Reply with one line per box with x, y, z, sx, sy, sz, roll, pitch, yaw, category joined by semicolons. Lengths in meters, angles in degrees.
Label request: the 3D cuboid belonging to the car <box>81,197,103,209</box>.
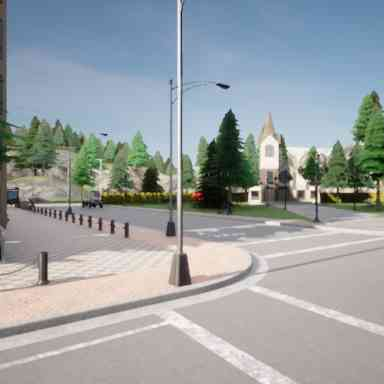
-13.784;1.481;45.849;1.837;1.490;4.892;0;0;-34;car

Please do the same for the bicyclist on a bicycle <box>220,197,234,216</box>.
3.028;1.275;28.499;1.656;1.620;0.582;0;0;-35;bicyclist on a bicycle
